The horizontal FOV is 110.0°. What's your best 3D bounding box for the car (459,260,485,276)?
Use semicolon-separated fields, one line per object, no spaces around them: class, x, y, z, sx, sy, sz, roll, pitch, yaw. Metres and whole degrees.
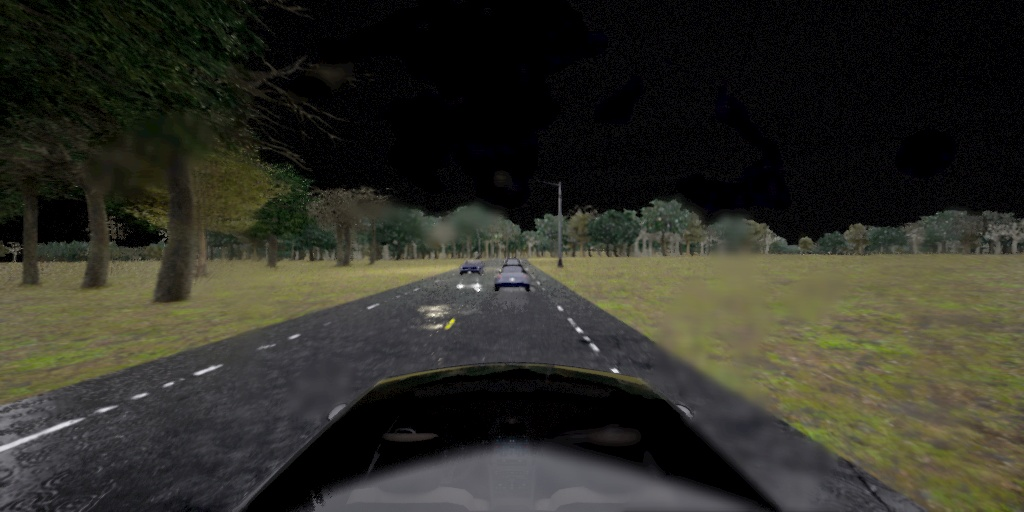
car;-3.514;1.024;32.105;1.895;1.301;4.718;0;1;0

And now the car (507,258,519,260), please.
car;0.071;0.901;37.719;1.994;1.385;4.181;0;1;0

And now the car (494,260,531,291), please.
car;0.033;1.147;20.635;1.994;1.385;4.181;0;1;1
